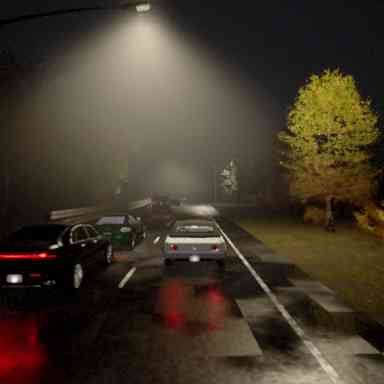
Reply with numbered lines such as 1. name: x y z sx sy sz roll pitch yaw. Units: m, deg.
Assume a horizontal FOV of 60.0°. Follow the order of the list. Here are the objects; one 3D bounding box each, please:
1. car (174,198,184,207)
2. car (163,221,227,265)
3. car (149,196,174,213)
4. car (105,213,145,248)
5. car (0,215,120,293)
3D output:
1. car: -3.112 2.023 62.493 1.994 1.385 4.181 0 -1 1
2. car: 0.093 1.671 11.921 1.895 1.301 4.718 0 0 0
3. car: -3.736 1.495 41.779 2.150 2.045 5.566 0 -1 -2
4. car: -3.385 1.655 15.359 1.994 1.385 4.181 0 0 0
5. car: -3.496 1.550 8.991 1.837 1.490 4.892 0 -2 0
